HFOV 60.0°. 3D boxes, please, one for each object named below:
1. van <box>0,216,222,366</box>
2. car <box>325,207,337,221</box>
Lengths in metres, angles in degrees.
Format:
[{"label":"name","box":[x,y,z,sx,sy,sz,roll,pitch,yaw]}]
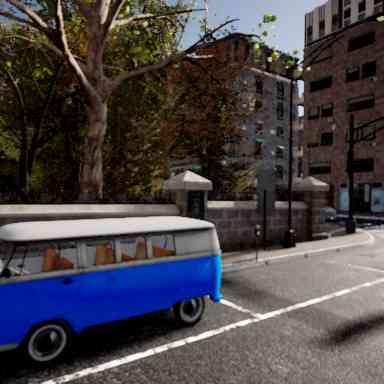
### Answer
[{"label":"van","box":[-1.362,1.350,5.530,3.998,1.788,1.690,0,1,-36]},{"label":"car","box":[9.094,1.343,26.474,2.097,1.767,4.553,2,-1,-35]}]
